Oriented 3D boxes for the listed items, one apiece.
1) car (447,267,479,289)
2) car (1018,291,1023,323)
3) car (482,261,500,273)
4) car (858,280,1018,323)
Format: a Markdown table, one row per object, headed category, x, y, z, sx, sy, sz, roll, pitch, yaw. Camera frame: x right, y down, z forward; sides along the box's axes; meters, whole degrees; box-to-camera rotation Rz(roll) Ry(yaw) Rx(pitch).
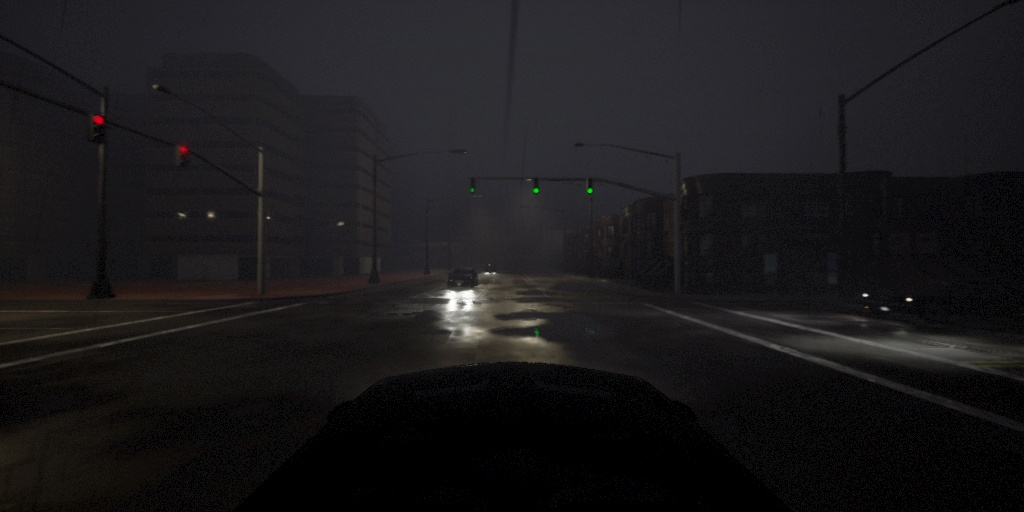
| category | x | y | z | sx | sy | sz | roll | pitch | yaw |
| --- | --- | --- | --- | --- | --- | --- | --- | --- | --- |
| car | -3.519 | 1.608 | 26.299 | 2.128 | 1.511 | 4.902 | 0 | 0 | 0 |
| car | 16.216 | 1.330 | 8.643 | 4.902 | 1.511 | 2.128 | 0 | -1 | 0 |
| car | -3.528 | 2.015 | 60.011 | 2.128 | 1.511 | 4.902 | 0 | 0 | 0 |
| car | 14.850 | 1.484 | 12.167 | 4.718 | 1.301 | 1.895 | 0 | -1 | 1 |
